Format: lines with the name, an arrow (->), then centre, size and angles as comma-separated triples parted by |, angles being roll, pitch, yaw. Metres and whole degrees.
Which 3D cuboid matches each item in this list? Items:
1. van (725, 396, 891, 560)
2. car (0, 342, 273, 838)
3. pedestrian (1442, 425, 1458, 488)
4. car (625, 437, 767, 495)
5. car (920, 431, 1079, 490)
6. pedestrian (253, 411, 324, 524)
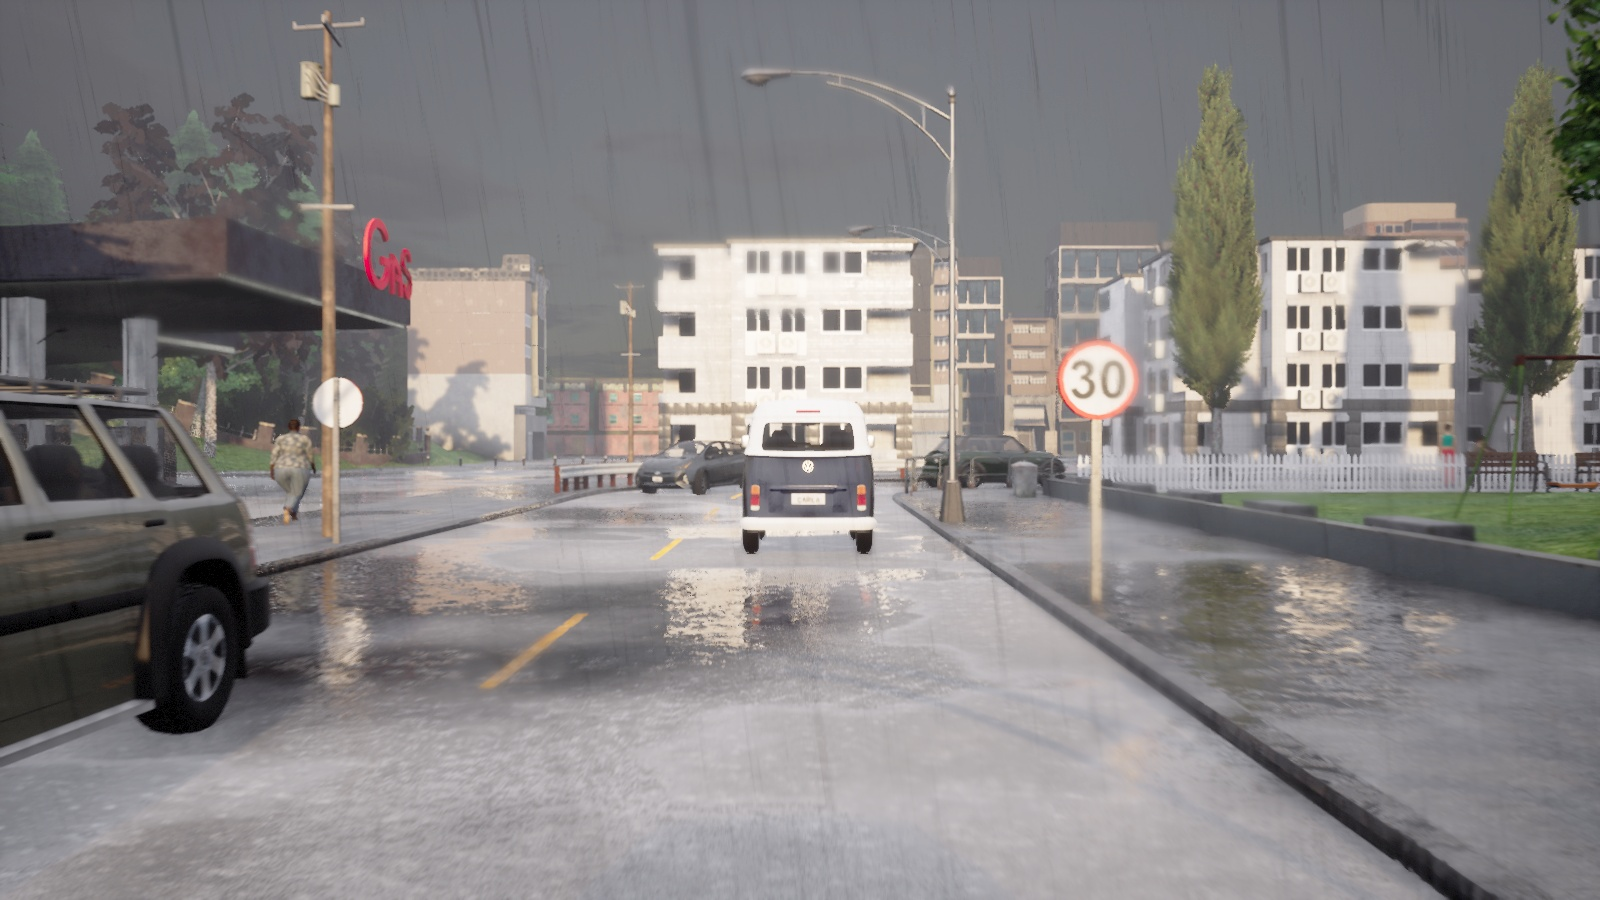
van -> 0.116, 0.329, 17.900 | 2.069, 2.038, 4.480 | 0, 0, 0
car -> -3.958, 0.524, 4.804 | 1.932, 1.855, 4.605 | 0, 0, 0
pedestrian -> 18.862, 0.185, 36.438 | 0.345, 1.836, 0.594 | 0, 0, 23
car -> -2.885, 0.411, 35.839 | 2.007, 1.525, 4.514 | 0, 0, 26
car -> 6.237, 0.302, 39.262 | 4.553, 1.767, 2.097 | 0, 1, -27
pedestrian -> -8.543, 0.284, 20.998 | 0.874, 1.855, 0.900 | 0, 0, -6
